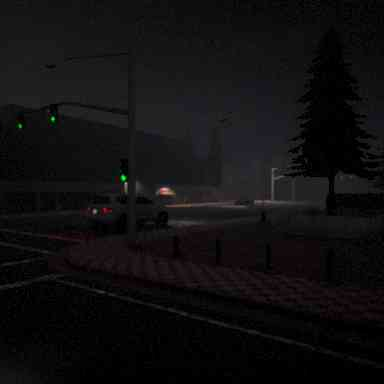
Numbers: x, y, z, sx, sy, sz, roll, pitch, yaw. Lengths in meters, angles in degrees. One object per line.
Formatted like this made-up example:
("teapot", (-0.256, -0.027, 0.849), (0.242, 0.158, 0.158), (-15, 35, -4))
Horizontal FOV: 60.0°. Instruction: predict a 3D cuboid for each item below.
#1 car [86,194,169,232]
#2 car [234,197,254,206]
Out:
("car", (-3.744, 1.125, 20.339), (2.150, 2.045, 5.566), (0, 0, 35))
("car", (8.806, 1.566, 55.815), (1.812, 1.442, 4.674), (0, 0, 36))
